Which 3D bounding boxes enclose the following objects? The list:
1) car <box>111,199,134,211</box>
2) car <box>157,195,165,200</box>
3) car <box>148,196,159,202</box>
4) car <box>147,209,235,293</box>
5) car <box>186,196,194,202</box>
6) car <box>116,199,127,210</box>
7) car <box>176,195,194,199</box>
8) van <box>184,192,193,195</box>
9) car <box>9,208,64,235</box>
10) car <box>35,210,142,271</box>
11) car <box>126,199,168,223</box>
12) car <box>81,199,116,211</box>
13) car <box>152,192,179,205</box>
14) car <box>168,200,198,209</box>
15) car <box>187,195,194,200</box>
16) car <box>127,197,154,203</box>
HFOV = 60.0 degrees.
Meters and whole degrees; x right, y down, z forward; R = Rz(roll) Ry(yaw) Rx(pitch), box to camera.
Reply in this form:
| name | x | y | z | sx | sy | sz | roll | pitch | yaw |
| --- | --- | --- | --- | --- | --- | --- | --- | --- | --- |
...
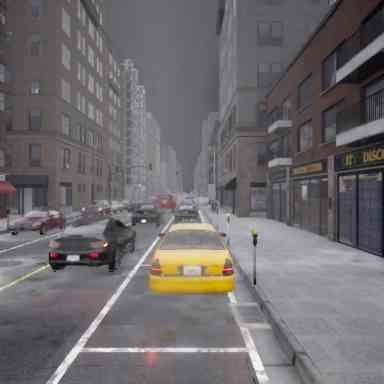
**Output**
| name | x | y | z | sx | sy | sz | roll | pitch | yaw |
| --- | --- | --- | --- | --- | --- | --- | --- | --- | --- |
| car | -8.408 | 1.551 | 40.611 | 2.008 | 1.369 | 4.403 | 0 | 0 | 0 |
| car | -8.408 | 1.518 | 90.251 | 1.752 | 1.417 | 4.829 | 0 | 0 | 0 |
| car | -8.408 | 1.542 | 73.374 | 1.887 | 1.381 | 4.507 | 0 | 0 | 0 |
| car | 0.005 | 1.457 | 8.840 | 1.801 | 1.575 | 5.366 | 0 | 0 | 0 |
| car | -0.383 | 1.579 | 79.064 | 1.802 | 1.307 | 4.206 | 0 | 0 | 0 |
| car | -8.408 | 1.525 | 34.923 | 1.752 | 1.417 | 4.829 | 0 | 0 | 0 |
| car | -0.383 | 1.440 | 35.101 | 1.967 | 1.590 | 4.097 | 0 | 0 | 0 |
| van | -0.383 | 1.339 | 67.702 | 1.690 | 1.788 | 3.998 | 0 | 0 | 0 |
| car | -8.408 | 1.582 | 18.538 | 1.802 | 1.307 | 4.206 | 0 | 0 | 0 |
| car | -3.013 | 1.526 | 10.787 | 1.812 | 1.442 | 4.674 | 0 | 0 | 0 |
| car | -2.950 | 1.506 | 22.908 | 1.837 | 1.490 | 4.892 | 0 | 0 | 0 |
| car | -8.408 | 1.440 | 29.575 | 1.967 | 1.590 | 4.097 | 0 | 0 | 0 |
| car | -2.939 | 1.221 | 38.162 | 2.150 | 2.045 | 5.566 | 0 | 0 | 0 |
| car | -0.383 | 1.551 | 24.063 | 2.008 | 1.369 | 4.403 | 0 | 0 | 0 |
| car | -0.383 | 1.575 | 90.427 | 1.802 | 1.307 | 4.206 | 0 | 0 | 0 |
| car | -5.835 | 1.548 | 36.925 | 2.033 | 1.411 | 5.357 | 0 | 0 | 0 |
